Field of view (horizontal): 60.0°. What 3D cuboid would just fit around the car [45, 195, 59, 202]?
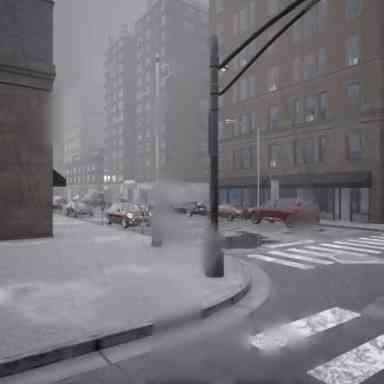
[{"bbox_3d":[-32.127,1.470,76.374,2.008,1.369,4.403,0,0,-35],"label":"car"}]

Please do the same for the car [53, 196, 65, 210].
[{"bbox_3d":[-16.827,1.511,39.835,1.887,1.381,4.507,0,0,-35],"label":"car"}]

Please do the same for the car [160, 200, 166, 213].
[{"bbox_3d":[-3.507,1.528,35.726,2.008,1.369,4.403,0,0,-35],"label":"car"}]

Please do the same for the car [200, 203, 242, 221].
[{"bbox_3d":[2.853,1.571,26.693,1.802,1.307,4.206,0,0,-35],"label":"car"}]

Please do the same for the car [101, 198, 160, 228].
[{"bbox_3d":[-4.103,1.429,21.763,1.967,1.590,4.097,0,0,-35],"label":"car"}]

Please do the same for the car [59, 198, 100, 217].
[{"bbox_3d":[-10.465,1.529,30.799,2.008,1.369,4.403,0,0,-35],"label":"car"}]

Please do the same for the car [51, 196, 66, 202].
[{"bbox_3d":[-28.947,1.477,71.857,2.008,1.369,4.403,0,0,-35],"label":"car"}]

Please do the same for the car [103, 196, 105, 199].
[{"bbox_3d":[-9.867,1.531,44.759,1.947,1.339,4.313,0,0,-35],"label":"car"}]

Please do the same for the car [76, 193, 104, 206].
[{"bbox_3d":[-13.462,1.180,45.076,2.150,2.045,5.566,0,-1,-35],"label":"car"}]

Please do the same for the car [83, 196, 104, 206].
[{"bbox_3d":[-15.977,1.456,53.936,1.837,1.490,4.892,0,0,-35],"label":"car"}]

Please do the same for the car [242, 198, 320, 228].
[{"bbox_3d":[6.033,1.309,22.176,2.192,1.841,5.009,0,0,-35],"label":"car"}]

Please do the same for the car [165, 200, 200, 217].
[{"bbox_3d":[-0.327,1.549,31.209,1.947,1.339,4.313,0,0,-35],"label":"car"}]
